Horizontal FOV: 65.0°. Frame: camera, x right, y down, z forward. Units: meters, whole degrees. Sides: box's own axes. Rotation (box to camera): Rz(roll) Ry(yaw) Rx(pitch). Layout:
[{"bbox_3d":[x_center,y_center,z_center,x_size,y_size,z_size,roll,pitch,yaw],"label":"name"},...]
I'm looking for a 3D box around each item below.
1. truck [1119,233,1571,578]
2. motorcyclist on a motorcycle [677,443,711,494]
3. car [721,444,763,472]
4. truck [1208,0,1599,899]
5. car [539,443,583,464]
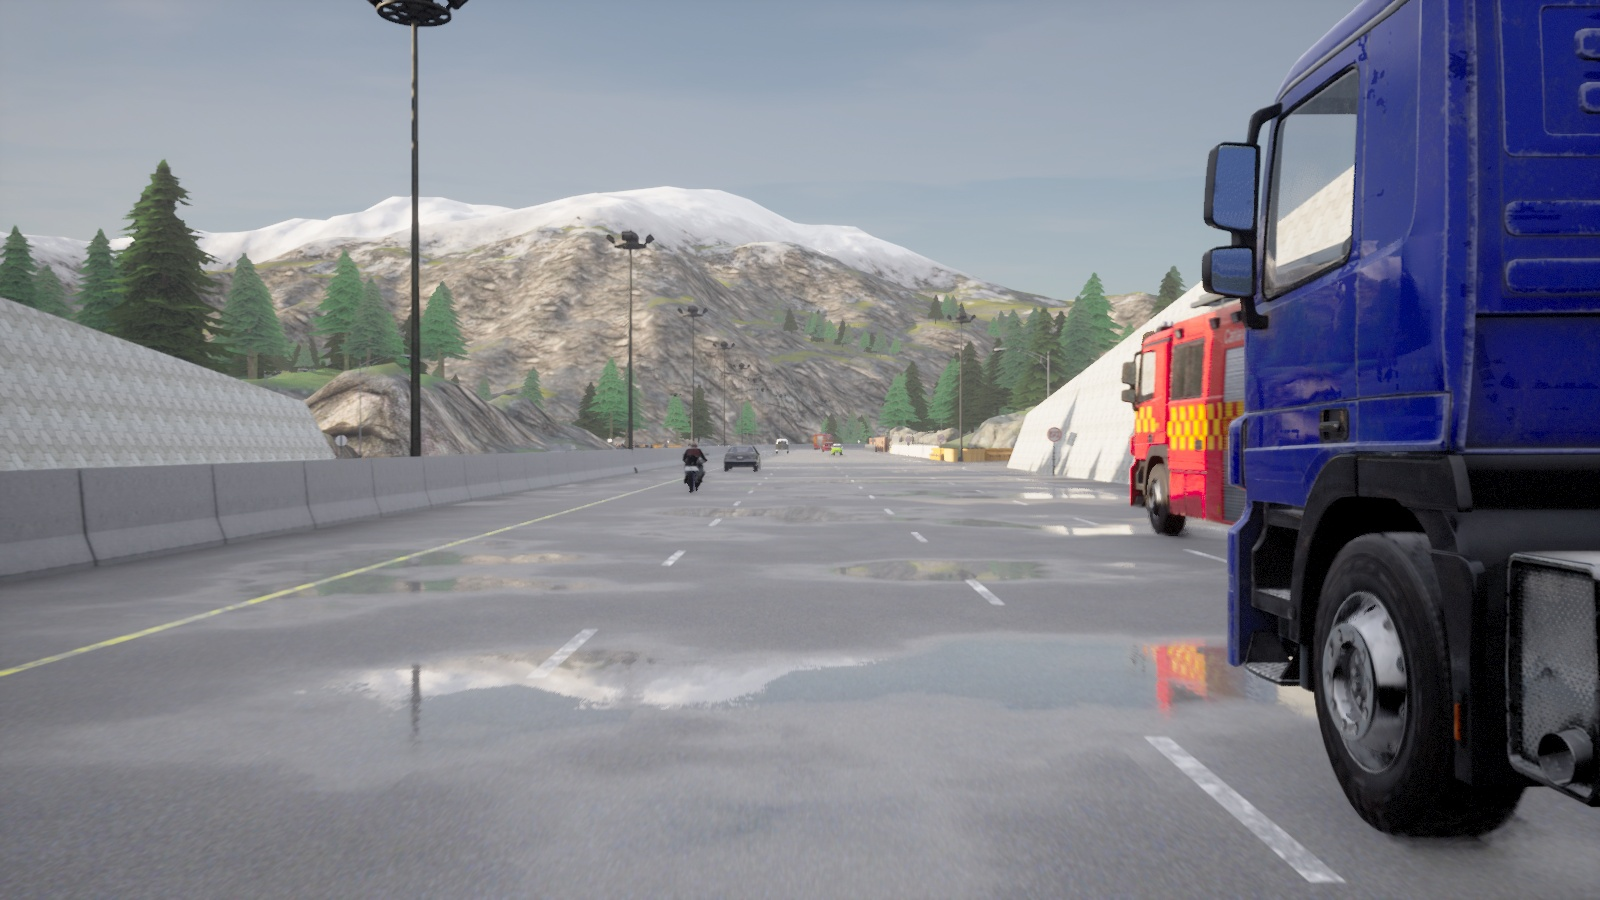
[{"bbox_3d":[7.125,-0.515,18.181,2.891,3.827,8.468,0,0,0],"label":"truck"},{"bbox_3d":[-3.253,0.560,38.761,0.866,1.530,2.191,0,0,0],"label":"motorcyclist on a motorcycle"},{"bbox_3d":[-3.080,0.410,67.653,2.033,1.411,5.357,0,0,0],"label":"car"},{"bbox_3d":[3.531,-0.247,2.506,2.891,3.462,7.936,0,0,0],"label":"truck"},{"bbox_3d":[-16.950,0.229,89.270,2.163,1.488,4.792,0,0,0],"label":"car"}]
